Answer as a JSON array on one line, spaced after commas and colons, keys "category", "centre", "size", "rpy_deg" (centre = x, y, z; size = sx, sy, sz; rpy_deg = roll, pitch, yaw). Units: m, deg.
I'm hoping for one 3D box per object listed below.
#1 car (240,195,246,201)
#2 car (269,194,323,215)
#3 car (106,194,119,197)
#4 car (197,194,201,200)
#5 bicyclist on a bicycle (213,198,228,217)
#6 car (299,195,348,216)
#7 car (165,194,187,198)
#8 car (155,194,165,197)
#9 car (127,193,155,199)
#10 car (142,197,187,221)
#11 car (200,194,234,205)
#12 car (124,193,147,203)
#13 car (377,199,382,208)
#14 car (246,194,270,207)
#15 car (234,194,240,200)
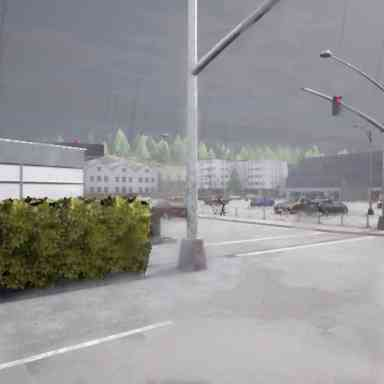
[{"category": "car", "centre": [13.656, 1.154, 72.827], "size": [5.027, 1.636, 2.152], "rpy_deg": [0, 0, -35]}, {"category": "car", "centre": [10.314, 1.330, 32.506], "size": [5.027, 1.636, 2.152], "rpy_deg": [0, 0, -35]}, {"category": "car", "centre": [-19.716, 1.334, 84.951], "size": [4.902, 1.511, 2.128], "rpy_deg": [0, 0, -35]}, {"category": "car", "centre": [1.842, 1.298, 76.876], "size": [4.514, 1.523, 2.007], "rpy_deg": [0, 0, -35]}, {"category": "bicyclist on a bicycle", "centre": [2.394, 1.301, 28.039], "size": [1.656, 1.620, 0.582], "rpy_deg": [0, 0, -35]}, {"category": "car", "centre": [12.152, 1.340, 29.963], "size": [4.514, 1.523, 2.007], "rpy_deg": [0, 0, -35]}, {"category": "car", "centre": [-2.397, 1.097, 65.455], "size": [4.605, 1.855, 1.932], "rpy_deg": [0, 0, -35]}, {"category": "car", "centre": [-8.444, 1.286, 92.770], "size": [5.008, 1.535, 1.882], "rpy_deg": [0, 0, -35]}, {"category": "car", "centre": [-9.329, 1.361, 60.572], "size": [3.806, 1.475, 1.970], "rpy_deg": [0, 0, -35]}, {"category": "car", "centre": [-2.020, 1.477, 27.680], "size": [1.882, 1.535, 5.008], "rpy_deg": [0, 0, -34]}, {"category": "car", "centre": [4.147, 1.298, 54.832], "size": [4.514, 1.523, 2.007], "rpy_deg": [0, 0, -35]}, {"category": "car", "centre": [-10.730, 1.077, 63.648], "size": [3.866, 1.878, 1.905], "rpy_deg": [0, 0, -35]}, {"category": "car", "centre": [25.707, 1.384, 43.066], "size": [3.806, 1.475, 1.970], "rpy_deg": [0, 0, -35]}, {"category": "car", "centre": [9.830, 1.320, 46.612], "size": [3.633, 1.501, 1.845], "rpy_deg": [0, 0, -35]}, {"category": "car", "centre": [9.719, 1.232, 77.905], "size": [3.806, 1.475, 1.970], "rpy_deg": [0, 0, -35]}]
